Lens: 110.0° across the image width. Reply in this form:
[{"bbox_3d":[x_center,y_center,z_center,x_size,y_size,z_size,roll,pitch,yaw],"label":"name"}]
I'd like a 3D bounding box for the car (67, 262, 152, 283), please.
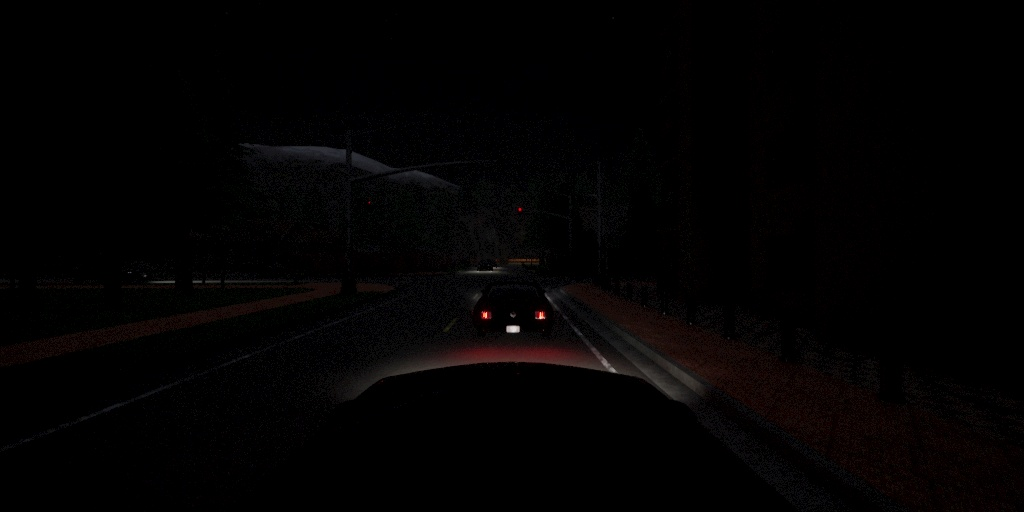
[{"bbox_3d":[-29.942,1.218,26.792,4.902,1.511,2.128,0,0,-1],"label":"car"}]

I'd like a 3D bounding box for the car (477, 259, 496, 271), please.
[{"bbox_3d":[-3.691,1.210,49.830,1.882,1.535,5.008,0,0,0],"label":"car"}]

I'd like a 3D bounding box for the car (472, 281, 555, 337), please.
[{"bbox_3d":[0.042,1.348,10.230,1.895,1.301,4.718,0,0,0],"label":"car"}]
